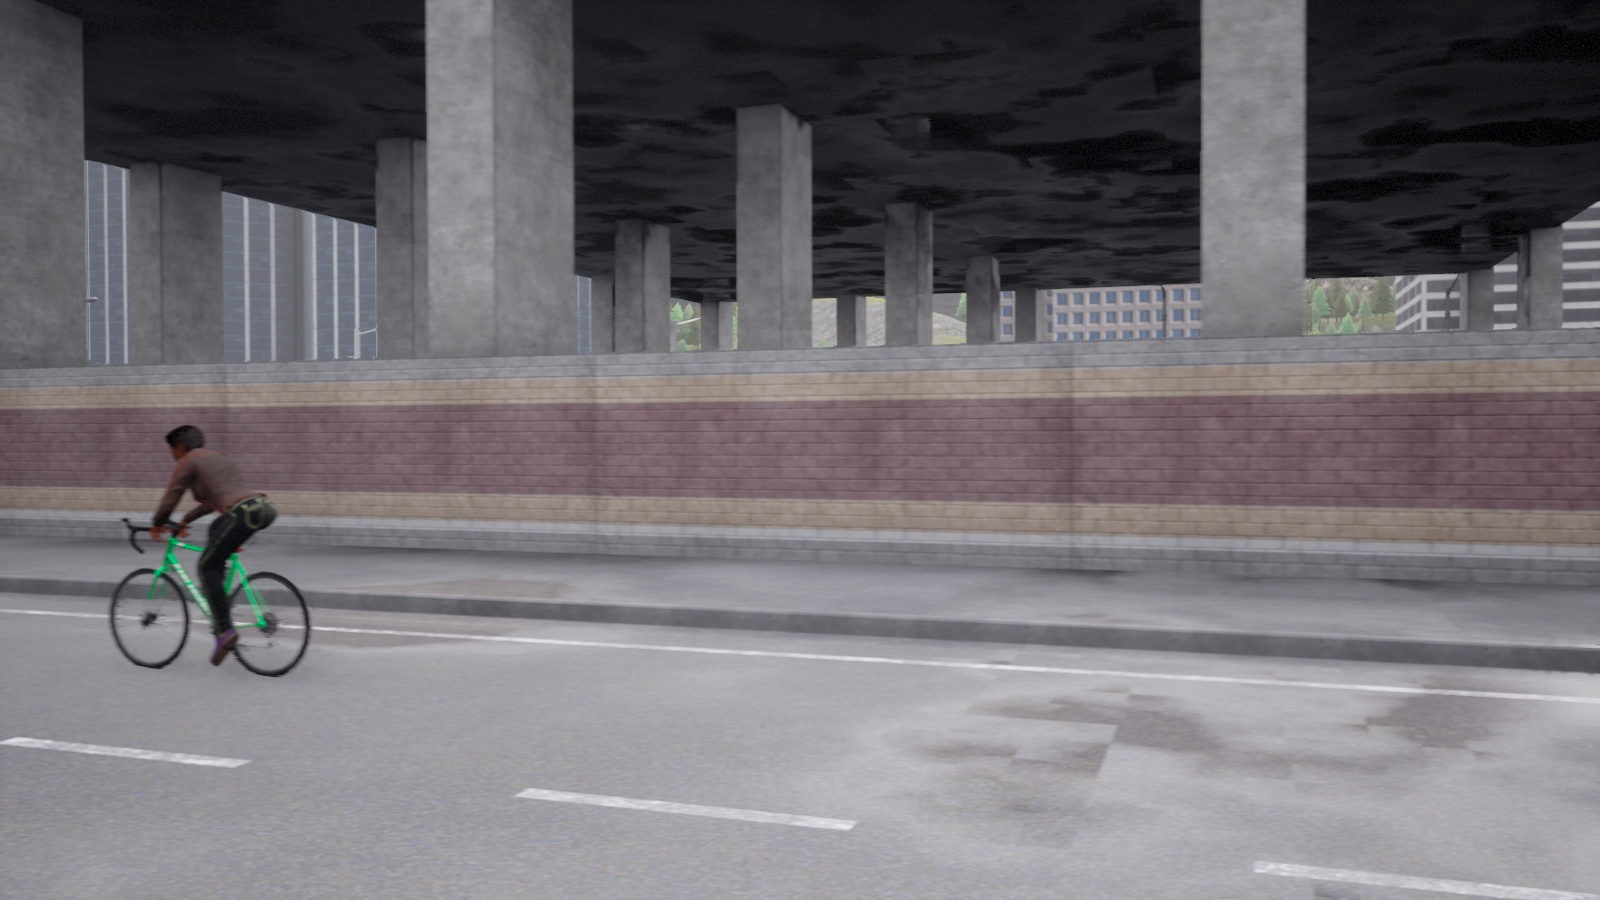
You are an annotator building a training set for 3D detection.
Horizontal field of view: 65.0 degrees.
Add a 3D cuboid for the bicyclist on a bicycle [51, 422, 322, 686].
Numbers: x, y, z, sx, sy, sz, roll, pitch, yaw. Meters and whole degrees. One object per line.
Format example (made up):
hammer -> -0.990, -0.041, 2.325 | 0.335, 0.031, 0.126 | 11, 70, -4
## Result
bicyclist on a bicycle -> -4.024, 0.632, 8.238 | 1.656, 1.620, 0.582 | 0, 1, 19
